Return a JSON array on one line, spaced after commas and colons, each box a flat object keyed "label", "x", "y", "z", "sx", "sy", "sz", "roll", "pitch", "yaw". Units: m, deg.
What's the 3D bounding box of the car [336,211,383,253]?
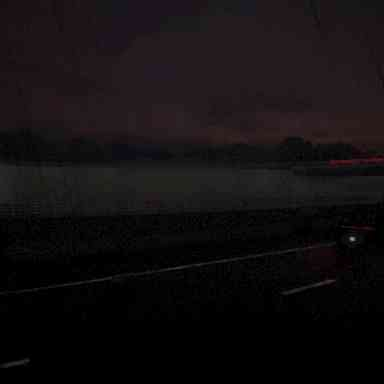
[{"label": "car", "x": 7.983, "y": 1.540, "z": 13.859, "sx": 4.902, "sy": 1.511, "sz": 2.128, "roll": 0, "pitch": 0, "yaw": -35}]
